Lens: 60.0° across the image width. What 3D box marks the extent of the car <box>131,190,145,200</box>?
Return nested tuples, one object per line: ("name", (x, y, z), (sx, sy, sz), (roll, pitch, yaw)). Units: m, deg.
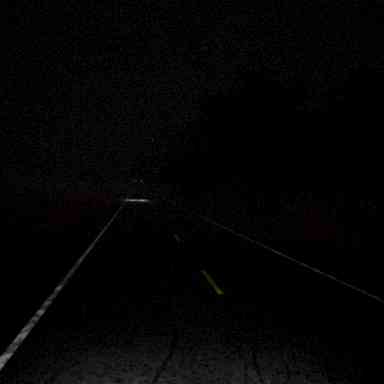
("car", (-9.152, 0.453, 56.157), (1.837, 1.490, 4.892), (2, 1, -9))
